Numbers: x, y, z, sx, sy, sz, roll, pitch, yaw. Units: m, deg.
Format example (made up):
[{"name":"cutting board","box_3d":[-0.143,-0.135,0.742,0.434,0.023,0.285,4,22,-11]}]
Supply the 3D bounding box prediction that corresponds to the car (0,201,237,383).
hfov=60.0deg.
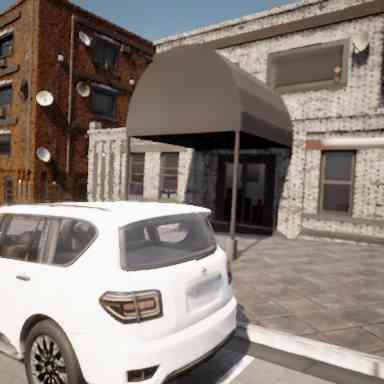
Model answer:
[{"name":"car","box_3d":[-2.034,1.172,4.979,5.566,2.045,2.435,0,0,35]}]
